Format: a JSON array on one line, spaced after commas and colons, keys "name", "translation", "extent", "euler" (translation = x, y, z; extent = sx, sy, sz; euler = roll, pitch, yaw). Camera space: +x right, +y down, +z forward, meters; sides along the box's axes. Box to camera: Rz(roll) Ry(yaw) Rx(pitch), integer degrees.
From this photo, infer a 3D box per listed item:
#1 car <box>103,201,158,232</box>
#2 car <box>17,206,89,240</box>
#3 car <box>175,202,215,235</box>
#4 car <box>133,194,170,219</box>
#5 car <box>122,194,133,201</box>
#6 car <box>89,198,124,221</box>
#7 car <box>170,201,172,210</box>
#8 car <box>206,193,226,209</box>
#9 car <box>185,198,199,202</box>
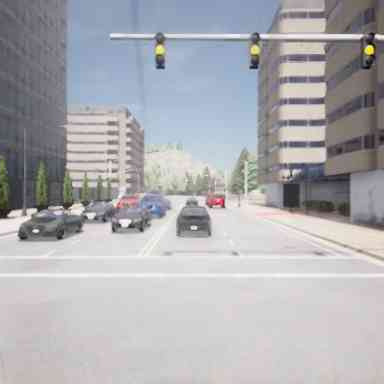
[{"name": "car", "translation": [-3.576, 1.506, 20.256], "extent": [2.128, 1.511, 4.902], "euler": [0, 0, 0]}, {"name": "car", "translation": [-7.086, 1.576, 17.053], "extent": [1.994, 1.385, 4.181], "euler": [0, 0, 0]}, {"name": "car", "translation": [0.101, 1.519, 18.932], "extent": [1.837, 1.490, 4.892], "euler": [0, 0, 0]}, {"name": "car", "translation": [-3.559, 1.243, 30.123], "extent": [2.150, 2.045, 5.566], "euler": [0, 0, 0]}, {"name": "car", "translation": [-7.059, 1.248, 38.361], "extent": [2.150, 2.045, 5.566], "euler": [0, 0, 1]}, {"name": "car", "translation": [-7.080, 1.510, 25.803], "extent": [2.128, 1.511, 4.902], "euler": [0, 0, 0]}, {"name": "car", "translation": [-3.539, 1.556, 41.941], "extent": [1.812, 1.442, 4.674], "euler": [0, 0, 1]}, {"name": "car", "translation": [3.501, 1.256, 46.965], "extent": [2.150, 2.045, 5.566], "euler": [0, 0, 0]}, {"name": "car", "translation": [0.003, 1.560, 48.393], "extent": [1.812, 1.442, 4.674], "euler": [0, 0, 0]}]
